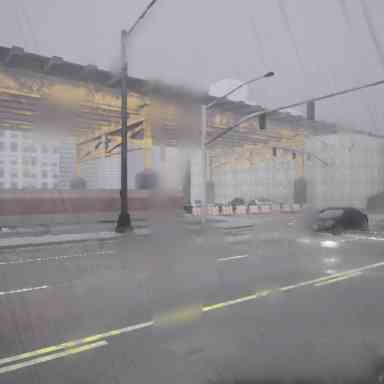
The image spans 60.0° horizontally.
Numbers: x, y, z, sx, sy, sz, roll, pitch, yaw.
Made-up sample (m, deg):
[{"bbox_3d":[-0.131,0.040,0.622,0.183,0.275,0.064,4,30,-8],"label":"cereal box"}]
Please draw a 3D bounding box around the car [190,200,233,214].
[{"bbox_3d":[1.522,1.453,35.238,4.974,1.542,2.038,0,0,8],"label":"car"}]

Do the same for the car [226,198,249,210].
[{"bbox_3d":[5.285,1.295,37.970,1.853,1.218,4.536,0,0,18],"label":"car"}]

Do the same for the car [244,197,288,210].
[{"bbox_3d":[9.183,1.453,41.677,4.974,1.542,2.038,0,0,-7],"label":"car"}]

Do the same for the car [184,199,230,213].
[{"bbox_3d":[1.471,1.295,35.245,4.536,1.218,1.853,0,0,8],"label":"car"}]

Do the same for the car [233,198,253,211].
[{"bbox_3d":[5.269,1.453,37.920,2.038,1.542,4.974,0,0,18],"label":"car"}]

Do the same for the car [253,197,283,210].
[{"bbox_3d":[9.131,1.295,41.670,4.536,1.218,1.853,0,0,-7],"label":"car"}]

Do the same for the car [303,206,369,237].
[{"bbox_3d":[8.051,1.526,18.380,4.674,1.442,1.812,0,0,-38],"label":"car"}]
